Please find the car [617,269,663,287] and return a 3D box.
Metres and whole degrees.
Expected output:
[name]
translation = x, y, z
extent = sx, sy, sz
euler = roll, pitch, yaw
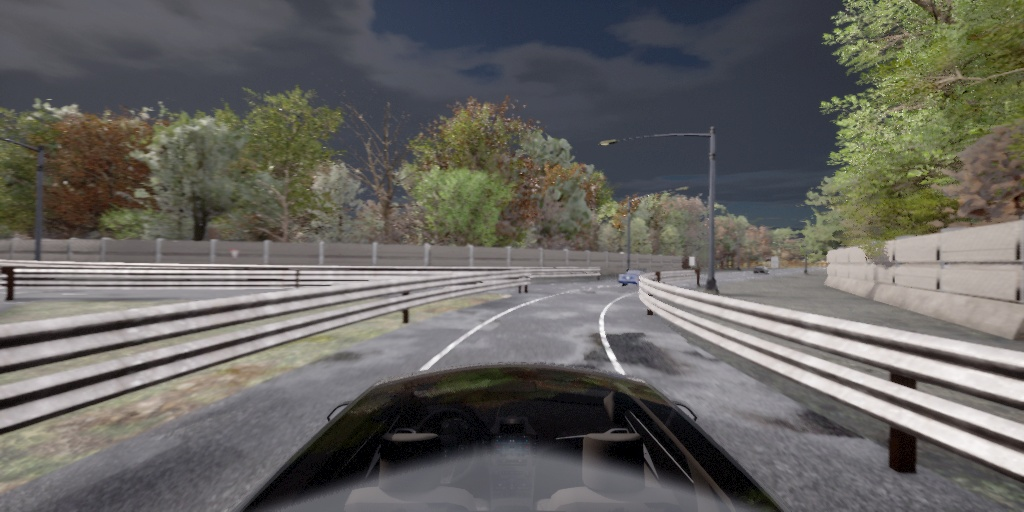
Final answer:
[car]
translation = 10.328, 1.737, 28.587
extent = 2.033, 1.411, 5.357
euler = 0, -1, 42
